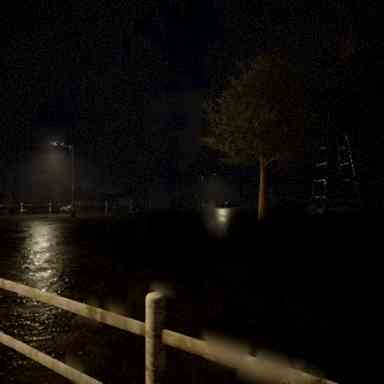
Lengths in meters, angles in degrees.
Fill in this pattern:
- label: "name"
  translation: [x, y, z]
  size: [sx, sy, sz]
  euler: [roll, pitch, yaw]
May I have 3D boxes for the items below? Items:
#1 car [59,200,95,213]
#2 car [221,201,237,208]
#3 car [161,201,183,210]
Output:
- label: "car"
  translation: [-15.116, 1.911, 43.960]
  size: [2.097, 1.767, 4.553]
  euler: [-2, -2, 35]
- label: "car"
  translation: [7.718, 2.626, 69.445]
  size: [1.994, 1.385, 4.181]
  euler: [-2, -2, 36]
- label: "car"
  translation: [-3.582, 2.391, 59.950]
  size: [2.128, 1.511, 4.902]
  euler: [-2, -2, 36]
